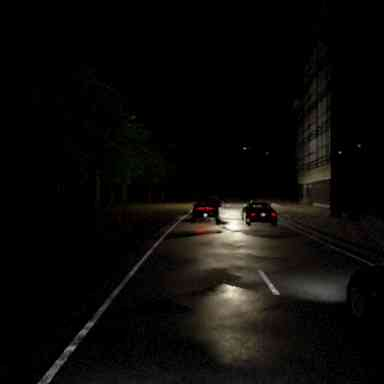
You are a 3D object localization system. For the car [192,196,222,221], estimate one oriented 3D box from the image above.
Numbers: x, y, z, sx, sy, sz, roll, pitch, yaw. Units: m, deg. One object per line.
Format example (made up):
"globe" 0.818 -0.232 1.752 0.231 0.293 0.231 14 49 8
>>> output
"car" 1.088 1.308 24.835 1.837 1.490 4.892 0 0 4

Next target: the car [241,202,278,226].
"car" 4.381 1.377 22.110 2.033 1.411 5.357 0 1 4

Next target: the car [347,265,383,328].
"car" 3.658 1.501 4.013 1.812 1.442 4.674 0 0 1
